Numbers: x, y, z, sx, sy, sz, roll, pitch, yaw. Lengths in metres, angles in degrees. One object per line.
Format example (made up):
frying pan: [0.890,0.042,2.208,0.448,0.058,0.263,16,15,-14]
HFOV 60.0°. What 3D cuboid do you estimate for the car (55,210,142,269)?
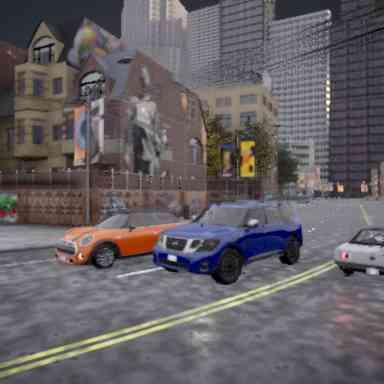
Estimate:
car: [-2.289,1.430,11.626,4.553,1.767,2.097,1,-1,-44]

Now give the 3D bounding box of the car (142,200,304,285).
car: [1.422,1.298,10.258,2.150,2.045,5.566,0,0,44]

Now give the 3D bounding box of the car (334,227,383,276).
car: [5.950,1.686,9.833,1.895,1.301,4.718,0,-1,42]
